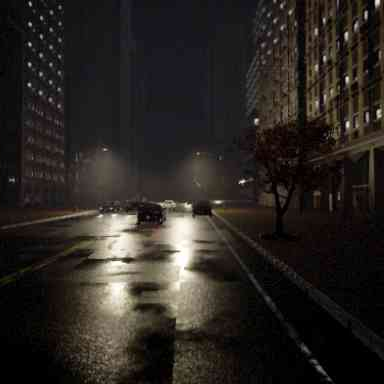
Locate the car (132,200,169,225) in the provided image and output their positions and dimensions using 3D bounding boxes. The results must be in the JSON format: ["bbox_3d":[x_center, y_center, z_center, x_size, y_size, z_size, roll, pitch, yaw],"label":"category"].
[{"bbox_3d":[-3.140,1.684,26.291,1.882,1.535,5.008,0,-1,0],"label":"car"}]

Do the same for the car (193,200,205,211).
[{"bbox_3d":[0.993,1.913,49.300,1.812,1.442,4.674,0,0,0],"label":"car"}]

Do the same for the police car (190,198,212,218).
[{"bbox_3d":[0.988,1.688,33.410,1.930,1.638,5.238,0,0,0],"label":"police car"}]

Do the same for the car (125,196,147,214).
[{"bbox_3d":[-6.573,1.540,40.485,2.150,2.045,5.566,0,-1,0],"label":"car"}]

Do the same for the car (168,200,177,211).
[{"bbox_3d":[-3.132,1.887,45.934,1.812,1.442,4.674,0,0,0],"label":"car"}]

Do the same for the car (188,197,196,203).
[{"bbox_3d":[0.032,1.991,84.253,1.882,1.535,5.008,0,0,0],"label":"car"}]

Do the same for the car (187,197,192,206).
[{"bbox_3d":[0.025,1.981,68.099,2.128,1.511,4.902,0,0,0],"label":"car"}]

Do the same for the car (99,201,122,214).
[{"bbox_3d":[-9.822,1.822,40.338,1.837,1.490,4.892,0,0,0],"label":"car"}]
